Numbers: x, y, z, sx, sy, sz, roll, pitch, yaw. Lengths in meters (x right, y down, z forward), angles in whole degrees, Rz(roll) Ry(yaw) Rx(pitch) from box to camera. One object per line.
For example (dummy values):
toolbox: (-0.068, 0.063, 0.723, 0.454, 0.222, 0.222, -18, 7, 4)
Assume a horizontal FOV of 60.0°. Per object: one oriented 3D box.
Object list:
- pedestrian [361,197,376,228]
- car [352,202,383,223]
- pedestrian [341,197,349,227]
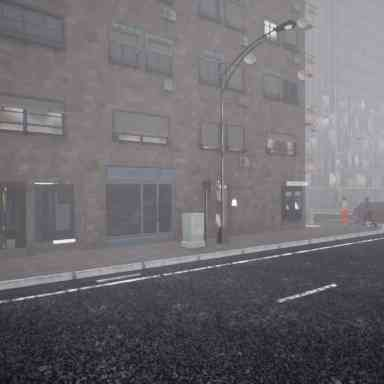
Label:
pedestrian: (10.301, 1.152, 19.413, 0.375, 1.860, 0.375, -1, 0, -35)
car: (14.774, 1.537, 25.496, 2.097, 1.767, 4.553, -1, -1, -27)
pedestrian: (9.159, 1.149, 19.918, 0.375, 1.860, 0.375, -1, 0, -35)
